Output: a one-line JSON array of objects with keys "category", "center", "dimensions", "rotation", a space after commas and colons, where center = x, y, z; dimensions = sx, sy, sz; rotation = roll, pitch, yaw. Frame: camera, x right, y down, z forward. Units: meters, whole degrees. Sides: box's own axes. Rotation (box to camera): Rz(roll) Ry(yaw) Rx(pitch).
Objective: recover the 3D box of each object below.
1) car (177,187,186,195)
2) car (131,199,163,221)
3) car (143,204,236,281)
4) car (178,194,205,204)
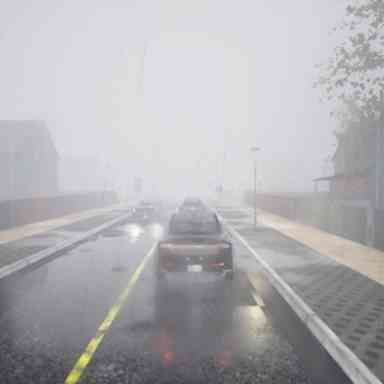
[{"category": "car", "center": [-2.854, -0.223, 88.376], "dimensions": [2.150, 2.045, 5.566], "rotation": [0, 1, 0]}, {"category": "car", "center": [-2.870, 1.161, 22.713], "dimensions": [1.895, 1.301, 4.718], "rotation": [0, 1, 0]}, {"category": "car", "center": [0.070, 1.300, 9.215], "dimensions": [2.128, 1.511, 4.902], "rotation": [0, 1, 0]}, {"category": "car", "center": [0.054, 1.080, 25.154], "dimensions": [1.994, 1.385, 4.181], "rotation": [0, 1, 0]}]
